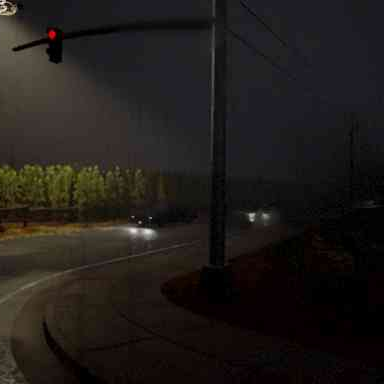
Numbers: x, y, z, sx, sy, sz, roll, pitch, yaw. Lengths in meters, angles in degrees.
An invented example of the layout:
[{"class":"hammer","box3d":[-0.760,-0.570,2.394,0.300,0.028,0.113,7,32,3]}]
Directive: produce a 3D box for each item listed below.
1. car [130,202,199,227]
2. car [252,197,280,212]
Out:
[{"class":"car","box3d":[-1.581,1.382,21.619,2.033,1.411,5.357,1,1,33]},{"class":"car","box3d":[8.278,1.299,37.010,1.882,1.535,5.008,1,1,33]}]
